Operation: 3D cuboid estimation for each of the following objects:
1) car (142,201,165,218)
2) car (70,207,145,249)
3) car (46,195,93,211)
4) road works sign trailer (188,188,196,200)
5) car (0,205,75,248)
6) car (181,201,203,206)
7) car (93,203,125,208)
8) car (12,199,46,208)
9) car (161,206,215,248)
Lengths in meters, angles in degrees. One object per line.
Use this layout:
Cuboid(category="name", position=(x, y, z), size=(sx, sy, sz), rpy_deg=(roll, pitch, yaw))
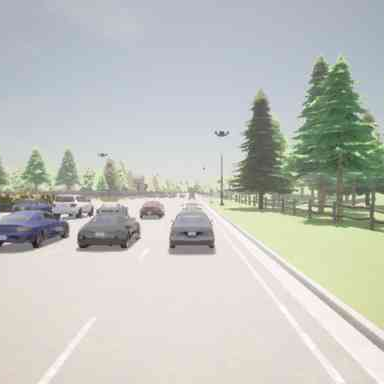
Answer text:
Cuboid(category="car", position=(-3.500, 1.534, 29.650), size=(1.812, 1.442, 4.674), rpy_deg=(0, 0, 0))
Cuboid(category="car", position=(-3.500, 1.573, 14.650), size=(1.994, 1.385, 4.181), rpy_deg=(0, 0, 0))
Cuboid(category="car", position=(-10.500, 1.258, 29.680), size=(2.150, 2.045, 5.566), rpy_deg=(0, 0, 0))
Cuboid(category="road works sign trailer", position=(0.000, 0.464, 94.774), size=(2.380, 3.560, 2.880), rpy_deg=(0, 0, 0))
Cuboid(category="car", position=(-7.000, 1.534, 14.650), size=(1.812, 1.442, 4.674), rpy_deg=(0, 0, 0))
Cuboid(category="car", position=(0.000, 1.534, 29.650), size=(1.812, 1.442, 4.674), rpy_deg=(0, 0, 0))
Cuboid(category="car", position=(-7.000, 1.617, 29.680), size=(1.895, 1.301, 4.718), rpy_deg=(0, 0, 0))
Cuboid(category="car", position=(-14.000, 1.367, 29.620), size=(2.097, 1.767, 4.553), rpy_deg=(0, 0, 0))
Cuboid(category="car", position=(0.000, 1.564, 14.650), size=(2.033, 1.411, 5.357), rpy_deg=(0, 0, 0))
